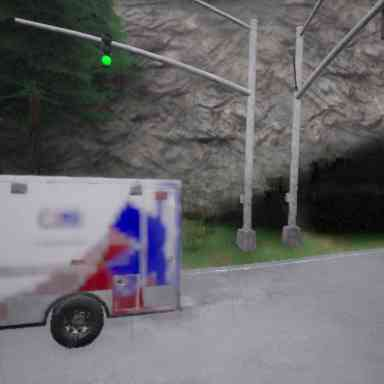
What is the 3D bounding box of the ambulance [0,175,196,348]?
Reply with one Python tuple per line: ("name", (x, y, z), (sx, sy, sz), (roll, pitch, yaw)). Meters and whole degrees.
("ambulance", (-3.262, 0.983, 5.310), (6.366, 2.431, 2.351), (1, -1, -19))
